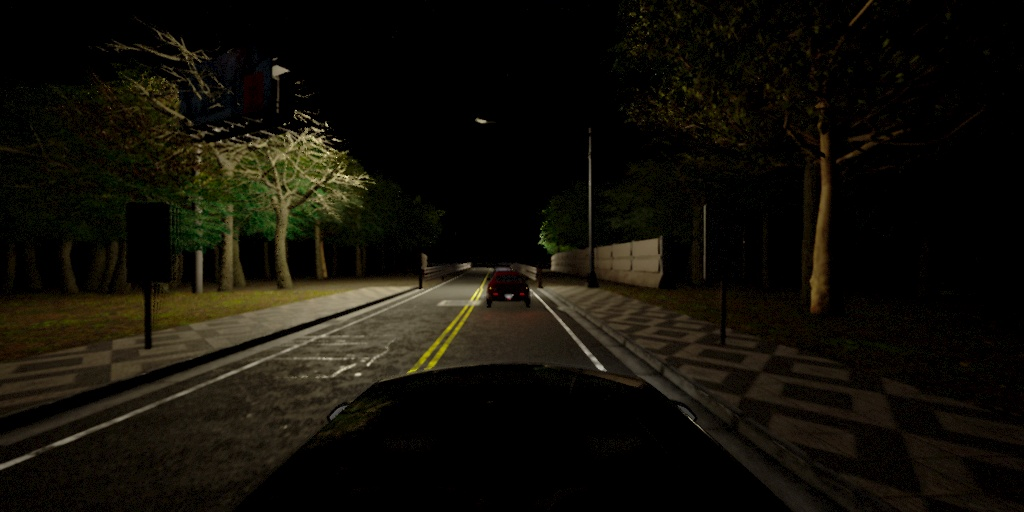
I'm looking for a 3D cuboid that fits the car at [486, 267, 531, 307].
[{"bbox_3d":[-0.181,1.409,16.295,1.812,1.442,4.674,0,0,-1],"label":"car"}]
